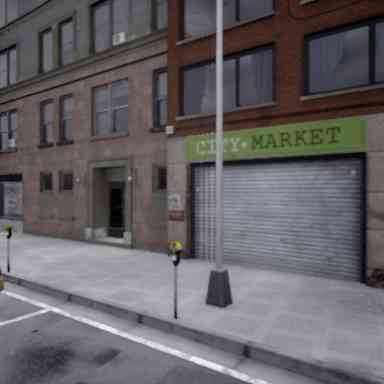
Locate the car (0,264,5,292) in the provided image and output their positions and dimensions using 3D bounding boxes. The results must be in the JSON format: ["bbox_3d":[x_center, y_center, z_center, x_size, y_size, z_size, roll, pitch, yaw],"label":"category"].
[{"bbox_3d":[-5.959,1.527,7.331,4.829,1.417,1.752,0,0,36],"label":"car"}]
